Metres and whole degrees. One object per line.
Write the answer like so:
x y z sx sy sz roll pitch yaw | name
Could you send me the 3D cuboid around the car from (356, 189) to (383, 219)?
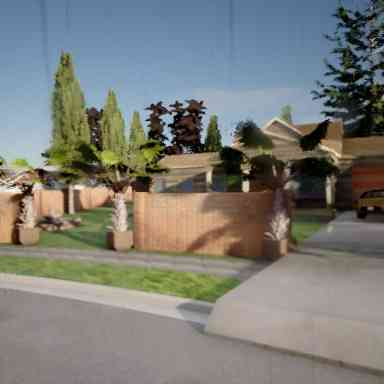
10.198 0.582 17.296 4.193 1.474 1.816 -1 -3 -38 | car
